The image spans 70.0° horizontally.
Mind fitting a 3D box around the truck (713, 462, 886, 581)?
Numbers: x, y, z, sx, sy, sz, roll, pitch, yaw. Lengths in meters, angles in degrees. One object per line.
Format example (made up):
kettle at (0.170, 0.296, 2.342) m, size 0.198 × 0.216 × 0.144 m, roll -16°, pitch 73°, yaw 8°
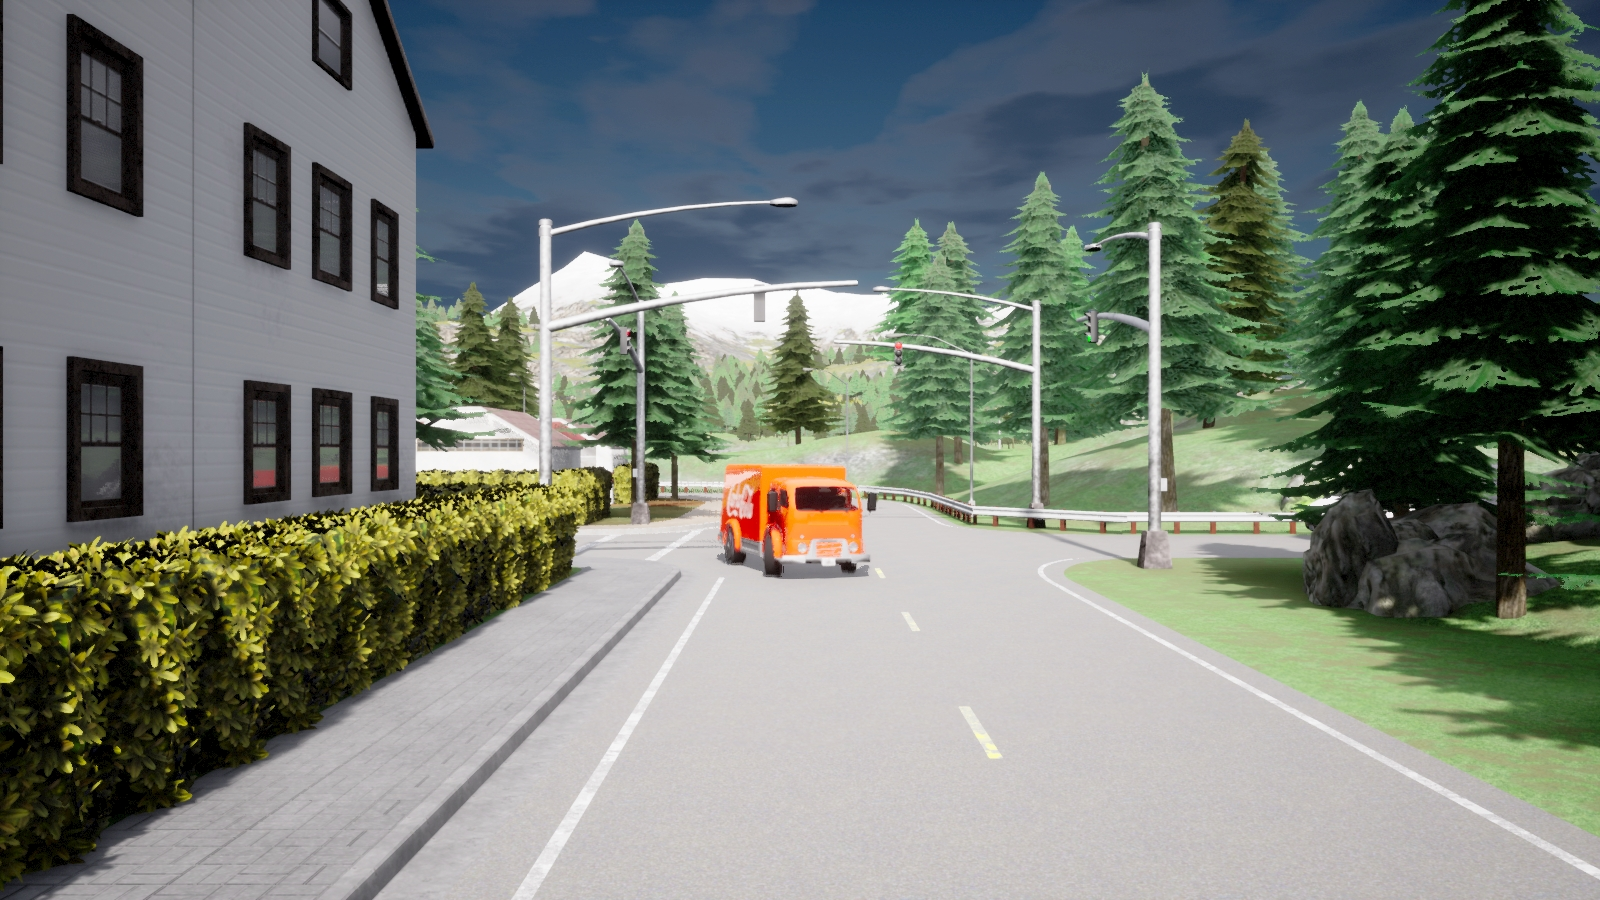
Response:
truck at (-0.167, 1.548, 26.958) m, size 2.627 × 2.467 × 5.204 m, roll 1°, pitch 0°, yaw -18°
